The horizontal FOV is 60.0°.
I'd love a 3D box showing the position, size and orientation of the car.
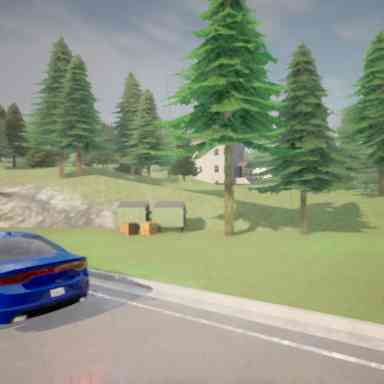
[{"bbox_3d":[-4.278,1.566,7.041,5.008,1.535,1.882,-1,-1,35],"label":"car"}]
